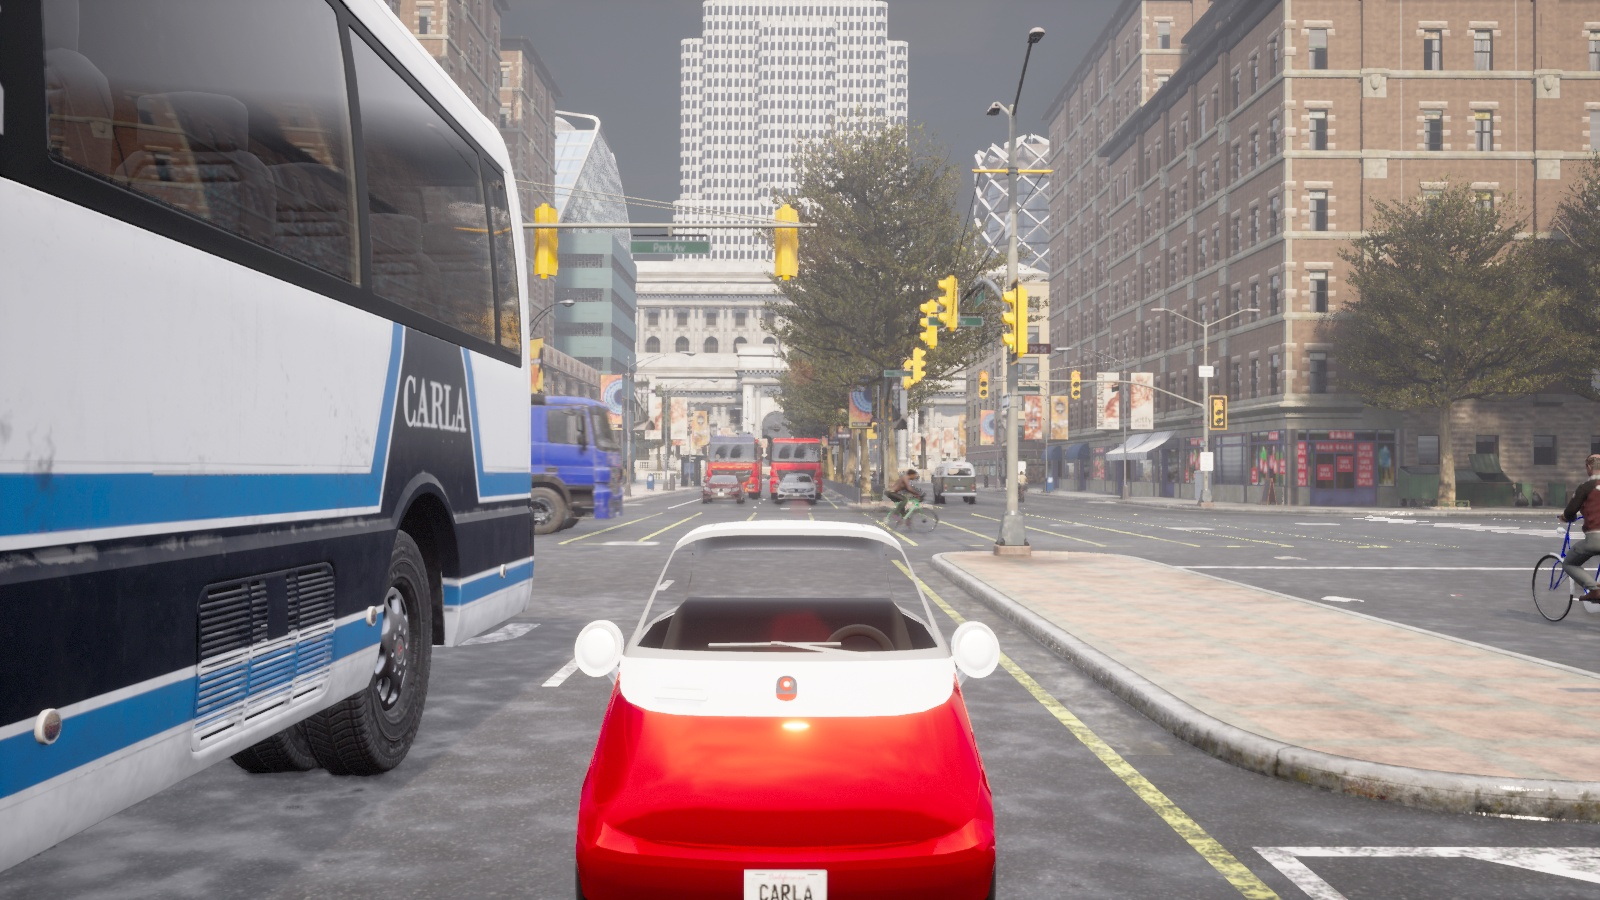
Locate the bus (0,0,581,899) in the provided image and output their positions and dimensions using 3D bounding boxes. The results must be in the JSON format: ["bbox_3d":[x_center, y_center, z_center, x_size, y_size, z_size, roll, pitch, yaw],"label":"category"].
[{"bbox_3d":[-3.542,-0.482,3.917,3.944,4.253,10.273,0,-1,0],"label":"bus"}]

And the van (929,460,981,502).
[{"bbox_3d":[7.818,1.575,63.769,2.069,2.038,4.480,0,-1,0],"label":"van"}]

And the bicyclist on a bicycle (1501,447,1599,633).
[{"bbox_3d":[7.942,0.866,12.700,0.659,1.776,1.843,0,-1,0],"label":"bicyclist on a bicycle"}]

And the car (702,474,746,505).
[{"bbox_3d":[-3.653,1.877,61.008,1.812,1.442,4.674,0,-1,1],"label":"car"}]

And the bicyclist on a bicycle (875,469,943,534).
[{"bbox_3d":[2.715,1.282,31.389,1.656,1.620,0.582,0,-1,0],"label":"bicyclist on a bicycle"}]

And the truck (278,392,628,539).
[{"bbox_3d":[-8.441,0.391,31.315,7.936,3.462,2.891,0,-1,0],"label":"truck"}]

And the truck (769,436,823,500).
[{"bbox_3d":[-0.204,1.037,71.874,2.891,3.462,7.936,0,-1,0],"label":"truck"}]

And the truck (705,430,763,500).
[{"bbox_3d":[-3.707,0.879,72.521,2.891,3.827,8.468,0,-1,0],"label":"truck"}]

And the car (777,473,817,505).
[{"bbox_3d":[-0.118,1.859,60.803,1.812,1.442,4.674,0,-1,1],"label":"car"}]

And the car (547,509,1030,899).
[{"bbox_3d":[-0.039,0.953,4.966,1.481,1.376,2.207,0,-1,0],"label":"car"}]
